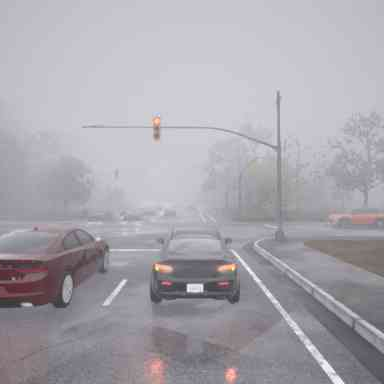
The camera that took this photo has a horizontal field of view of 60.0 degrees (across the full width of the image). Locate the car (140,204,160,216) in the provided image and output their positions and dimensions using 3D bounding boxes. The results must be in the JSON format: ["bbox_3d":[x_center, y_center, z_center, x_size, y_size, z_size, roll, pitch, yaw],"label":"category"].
[{"bbox_3d":[-7.194,3.246,56.896,1.882,1.535,5.008,0,-1,0],"label":"car"}]

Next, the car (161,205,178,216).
[{"bbox_3d":[-3.508,3.343,55.171,1.895,1.301,4.718,0,-1,0],"label":"car"}]

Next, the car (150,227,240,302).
[{"bbox_3d":[0.064,1.606,8.286,1.812,1.442,4.674,0,-1,0],"label":"car"}]

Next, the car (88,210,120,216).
[{"bbox_3d":[-11.077,2.891,40.963,2.033,1.411,5.357,0,-2,6],"label":"car"}]

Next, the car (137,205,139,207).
[{"bbox_3d":[-10.698,3.296,55.580,2.033,1.411,5.357,0,-1,0],"label":"car"}]

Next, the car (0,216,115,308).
[{"bbox_3d":[-3.433,1.556,8.141,1.882,1.535,5.008,0,-1,0],"label":"car"}]

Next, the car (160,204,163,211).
[{"bbox_3d":[-7.140,3.278,70.756,1.882,1.535,5.008,0,0,0],"label":"car"}]

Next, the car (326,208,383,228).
[{"bbox_3d":[14.053,2.167,28.768,4.553,1.767,2.097,0,-3,-2],"label":"car"}]

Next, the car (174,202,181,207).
[{"bbox_3d":[-3.774,3.228,86.907,1.812,1.442,4.674,0,0,-4],"label":"car"}]

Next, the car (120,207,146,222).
[{"bbox_3d":[-7.177,2.871,41.009,1.812,1.442,4.674,0,-2,0],"label":"car"}]

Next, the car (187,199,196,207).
[{"bbox_3d":[-0.265,2.895,87.032,2.097,1.767,4.553,0,0,-4],"label":"car"}]

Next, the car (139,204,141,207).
[{"bbox_3d":[-10.640,3.276,71.101,1.882,1.535,5.008,0,0,0],"label":"car"}]

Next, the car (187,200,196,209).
[{"bbox_3d":[-0.154,3.305,77.298,1.994,1.385,4.181,0,0,0],"label":"car"}]
